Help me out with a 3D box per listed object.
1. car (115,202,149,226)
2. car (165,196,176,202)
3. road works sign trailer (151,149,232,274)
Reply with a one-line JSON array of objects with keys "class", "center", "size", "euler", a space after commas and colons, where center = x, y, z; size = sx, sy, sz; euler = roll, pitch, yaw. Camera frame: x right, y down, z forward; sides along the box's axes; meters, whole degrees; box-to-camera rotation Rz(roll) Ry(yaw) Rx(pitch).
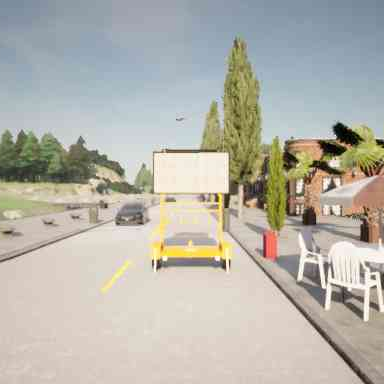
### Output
[{"class": "car", "center": [-4.150, 1.503, 23.609], "size": [1.837, 1.490, 4.892], "euler": [0, 0, 0]}, {"class": "car", "center": [-4.182, 1.560, 64.538], "size": [1.994, 1.385, 4.181], "euler": [0, 0, 1]}, {"class": "road works sign trailer", "center": [-0.022, 0.464, 10.529], "size": [2.380, 3.560, 2.880], "euler": [0, 0, 0]}]
